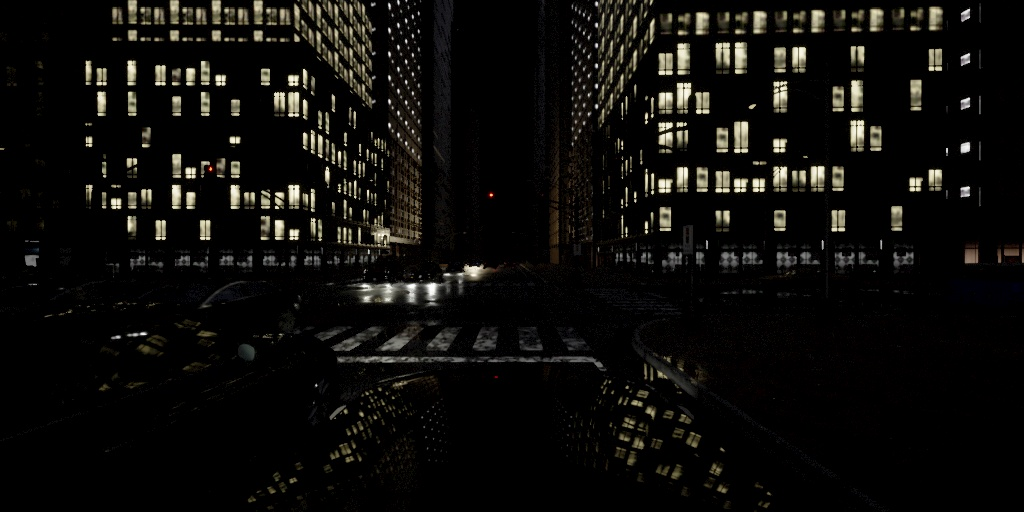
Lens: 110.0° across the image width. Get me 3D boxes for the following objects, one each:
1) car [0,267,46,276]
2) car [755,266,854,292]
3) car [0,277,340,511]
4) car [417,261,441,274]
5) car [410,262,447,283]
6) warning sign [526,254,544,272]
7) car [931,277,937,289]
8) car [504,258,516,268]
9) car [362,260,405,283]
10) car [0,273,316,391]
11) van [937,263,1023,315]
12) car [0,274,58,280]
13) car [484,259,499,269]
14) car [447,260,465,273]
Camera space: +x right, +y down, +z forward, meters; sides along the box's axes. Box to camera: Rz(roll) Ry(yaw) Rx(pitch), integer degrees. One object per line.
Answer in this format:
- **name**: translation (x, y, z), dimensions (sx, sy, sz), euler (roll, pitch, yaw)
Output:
- **car**: translation (-23.084, 1.250, 16.416), dimensions (4.902, 1.511, 2.128), euler (0, 0, 0)
- **car**: translation (16.971, 1.293, 20.956), dimensions (4.829, 1.417, 1.751), euler (0, 0, 2)
- **car**: translation (-3.155, 1.102, 2.581), dimensions (2.097, 1.767, 4.553), euler (0, 0, 0)
- **car**: translation (-10.108, 1.366, 44.106), dimensions (1.994, 1.385, 4.181), euler (0, 0, 0)
- **car**: translation (-6.765, 1.277, 28.736), dimensions (1.837, 1.490, 4.892), euler (0, 0, 0)
- **warning sign**: translation (2.611, 0.910, 40.854), dimensions (1.300, 1.860, 1.060), euler (0, 0, 0)
- **car**: translation (26.808, 1.356, 20.531), dimensions (4.207, 1.307, 1.802), euler (0, 0, 2)
- **car**: translation (-0.380, 1.426, 63.851), dimensions (1.994, 1.385, 4.181), euler (0, 0, 0)
- **car**: translation (-10.012, 1.124, 28.316), dimensions (2.097, 1.767, 4.553), euler (0, 0, 0)
- **car**: translation (-6.636, 1.242, 7.745), dimensions (2.128, 1.511, 4.902), euler (0, 0, 0)
- **van**: translation (18.292, 1.119, 12.792), dimensions (3.998, 1.789, 1.690), euler (0, 0, 2)
- **car**: translation (-9.886, 1.242, 7.926), dimensions (2.128, 1.511, 4.902), euler (0, 0, 0)
- **car**: translation (-3.503, 1.200, 59.419), dimensions (2.097, 1.767, 4.553), euler (0, 0, 0)
- **car**: translation (-6.856, 1.327, 43.749), dimensions (1.812, 1.442, 4.674), euler (0, 0, 0)
